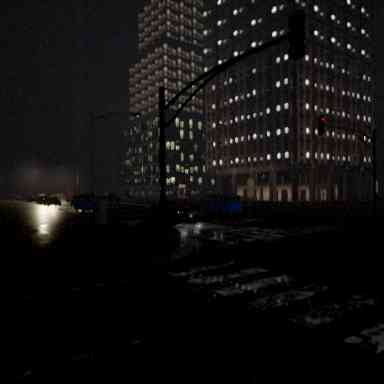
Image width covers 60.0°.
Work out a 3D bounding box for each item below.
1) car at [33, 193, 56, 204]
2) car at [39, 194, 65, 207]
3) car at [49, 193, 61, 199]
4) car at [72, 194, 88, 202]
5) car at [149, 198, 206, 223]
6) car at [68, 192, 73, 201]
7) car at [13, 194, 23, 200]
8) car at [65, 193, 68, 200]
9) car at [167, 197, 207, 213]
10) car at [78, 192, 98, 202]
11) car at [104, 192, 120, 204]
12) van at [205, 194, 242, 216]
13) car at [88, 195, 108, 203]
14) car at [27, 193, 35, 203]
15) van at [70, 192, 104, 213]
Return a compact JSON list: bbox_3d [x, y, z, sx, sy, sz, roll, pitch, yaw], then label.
[{"bbox_3d":[-23.048,1.274,52.001,2.008,1.369,4.403,-1,1,-34],"label":"car"},{"bbox_3d":[-19.950,1.317,47.410,1.947,1.339,4.313,-1,1,-34],"label":"car"},{"bbox_3d":[-34.788,0.980,84.380,1.752,1.417,4.829,-1,1,-34],"label":"car"},{"bbox_3d":[-22.299,1.132,65.873,1.947,1.339,4.313,-1,1,-34],"label":"car"},{"bbox_3d":[-1.428,1.352,24.585,2.128,1.511,4.902,-1,1,-34],"label":"car"},{"bbox_3d":[-14.384,1.100,43.825,2.097,1.767,4.553,-1,1,-34],"label":"car"},{"bbox_3d":[-41.639,1.140,79.552,1.802,1.307,4.206,-1,1,-34],"label":"car"},{"bbox_3d":[-25.398,0.854,70.463,2.192,1.841,5.009,-1,1,-34],"label":"car"},{"bbox_3d":[-0.592,1.300,33.747,1.887,1.381,4.507,-1,1,-34],"label":"car"},{"bbox_3d":[-19.202,0.909,61.279,2.192,1.841,5.009,-1,1,-34],"label":"car"},{"bbox_3d":[-13.005,0.963,52.095,2.192,1.841,5.009,-1,1,-34],"label":"car"},{"bbox_3d":[2.580,1.122,29.205,1.690,1.788,3.998,-1,1,-34],"label":"van"},{"bbox_3d":[-16.102,1.166,56.689,1.887,1.381,4.507,-1,1,-34],"label":"car"},{"bbox_3d":[-29.245,1.250,61.186,1.802,1.307,4.206,-1,1,-34],"label":"car"},{"bbox_3d":[-10.655,1.173,33.634,1.690,1.788,3.998,-1,1,-34],"label":"van"}]
